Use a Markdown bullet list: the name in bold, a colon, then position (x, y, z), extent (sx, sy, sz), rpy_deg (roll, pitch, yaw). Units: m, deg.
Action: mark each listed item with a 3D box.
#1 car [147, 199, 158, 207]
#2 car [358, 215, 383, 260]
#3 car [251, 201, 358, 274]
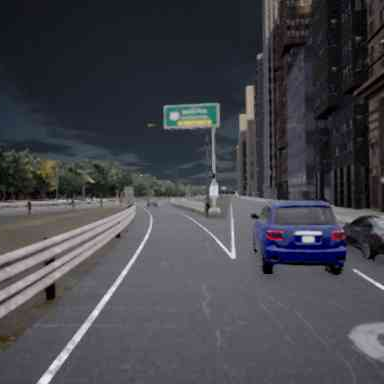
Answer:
- **car**: position (-7.294, 2.044, 61.056), extent (2.033, 1.411, 5.357), rpy_deg (-1, -1, -9)
- **car**: position (6.916, 1.570, 12.400), extent (1.812, 1.442, 4.674), rpy_deg (-1, -1, 7)
- **car**: position (3.220, 1.299, 10.984), extent (2.150, 2.045, 5.566), rpy_deg (-1, -1, 7)
